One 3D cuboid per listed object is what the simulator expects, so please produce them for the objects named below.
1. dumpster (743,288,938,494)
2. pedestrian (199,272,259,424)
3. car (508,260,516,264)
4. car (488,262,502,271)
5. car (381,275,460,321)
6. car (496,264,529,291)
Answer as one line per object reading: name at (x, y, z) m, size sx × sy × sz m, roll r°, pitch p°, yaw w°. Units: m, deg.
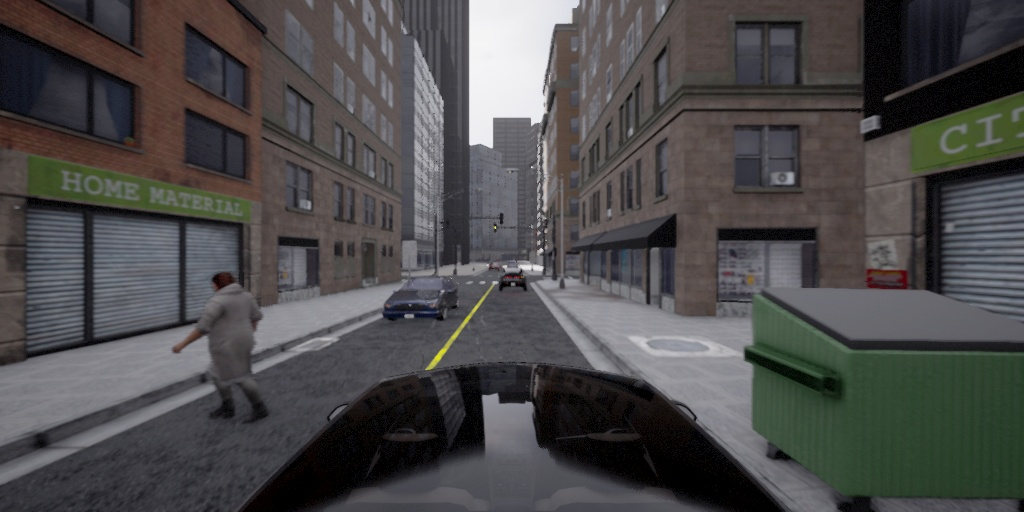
dumpster at (3.135, 1.176, 4.056) m, size 1.020 × 1.700 × 1.940 m, roll 0°, pitch 0°, yaw 0°
pedestrian at (-3.452, 1.080, 4.392) m, size 0.375 × 1.860 × 0.375 m, roll -1°, pitch 0°, yaw -9°
car at (0.090, 1.890, 59.980) m, size 2.033 × 1.411 × 5.357 m, roll 0°, pitch 0°, yaw 0°
car at (-3.071, 1.827, 61.929) m, size 1.882 × 1.535 × 5.008 m, roll 0°, pitch 0°, yaw 1°
car at (-3.098, 1.444, 13.407) m, size 2.033 × 1.411 × 5.357 m, roll 0°, pitch -1°, yaw -1°
car at (0.076, 1.540, 24.699) m, size 1.837 × 1.490 × 4.892 m, roll 0°, pitch -1°, yaw 0°
